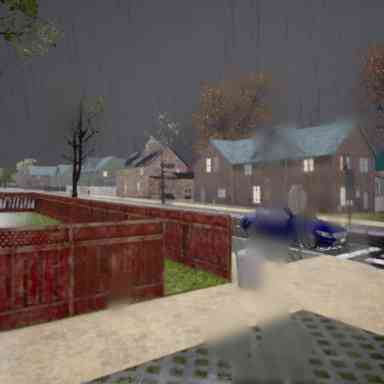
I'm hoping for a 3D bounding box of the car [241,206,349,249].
[{"bbox_3d":[4.086,1.357,13.882,1.812,1.442,4.674,-1,4,-36],"label":"car"}]
